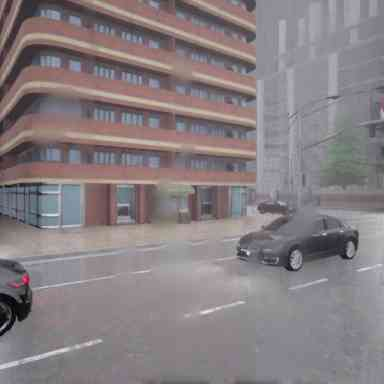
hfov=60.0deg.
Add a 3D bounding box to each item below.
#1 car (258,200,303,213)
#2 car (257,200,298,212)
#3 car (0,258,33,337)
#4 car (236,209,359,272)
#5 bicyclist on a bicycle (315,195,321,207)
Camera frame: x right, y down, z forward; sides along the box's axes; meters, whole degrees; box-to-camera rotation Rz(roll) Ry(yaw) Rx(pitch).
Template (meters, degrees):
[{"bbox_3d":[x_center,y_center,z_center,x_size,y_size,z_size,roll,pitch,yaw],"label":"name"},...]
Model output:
[{"bbox_3d":[9.875,1.601,37.430,1.895,1.301,4.718,0,0,-36],"label":"car"},{"bbox_3d":[8.612,1.526,33.261,1.812,1.442,4.674,0,0,-36],"label":"car"},{"bbox_3d":[-4.689,1.564,4.928,4.181,1.385,1.994,0,0,-36],"label":"car"},{"bbox_3d":[3.587,1.505,10.912,4.892,1.490,1.837,0,0,-36],"label":"car"},{"bbox_3d":[17.779,1.301,46.912,1.656,1.620,0.582,0,0,-36],"label":"bicyclist on a bicycle"}]
